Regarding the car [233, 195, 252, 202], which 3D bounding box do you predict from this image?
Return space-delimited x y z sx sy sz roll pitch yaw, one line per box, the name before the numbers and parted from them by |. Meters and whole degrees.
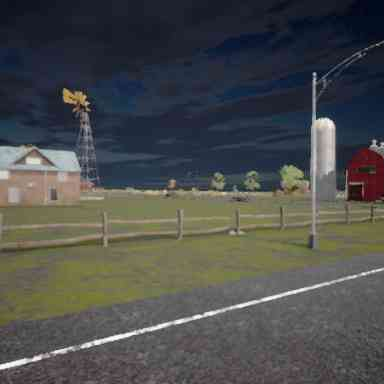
car | 11.490 1.529 75.265 1.882 1.535 5.008 0 0 -36
